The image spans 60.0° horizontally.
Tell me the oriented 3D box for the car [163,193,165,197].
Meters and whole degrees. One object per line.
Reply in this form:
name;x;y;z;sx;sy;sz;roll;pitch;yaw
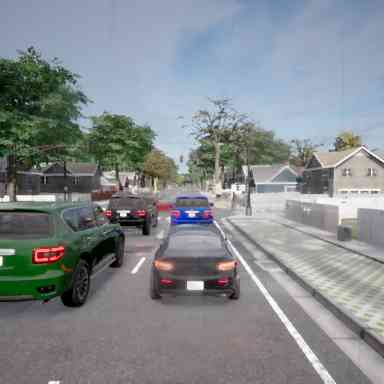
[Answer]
car;-6.479;0.840;67.158;2.128;1.511;4.902;0;1;1

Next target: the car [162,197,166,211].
car;-3.258;1.436;34.053;4.718;1.301;1.895;-1;1;-1

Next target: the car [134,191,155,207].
car;-6.567;0.888;46.907;2.150;2.045;5.566;0;1;0

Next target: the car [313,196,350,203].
car;14.959;1.184;34.503;4.902;1.511;2.128;0;1;-2

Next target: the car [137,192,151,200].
car;-9.718;0.835;67.412;2.128;1.511;4.902;0;1;0

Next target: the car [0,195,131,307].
car;-3.183;1.209;8.089;2.150;2.045;5.566;0;0;1

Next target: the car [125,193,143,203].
car;-9.799;1.043;56.641;2.128;1.511;4.902;0;1;0

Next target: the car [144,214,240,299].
car;0.071;1.513;8.281;1.812;1.442;4.674;0;0;0

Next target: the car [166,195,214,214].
car;0.033;1.159;18.314;2.150;2.045;5.566;0;0;1

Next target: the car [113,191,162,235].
car;-3.215;1.158;18.441;2.150;2.045;5.566;0;0;1

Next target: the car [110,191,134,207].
car;-9.818;0.888;46.962;2.150;2.045;5.566;0;1;0
